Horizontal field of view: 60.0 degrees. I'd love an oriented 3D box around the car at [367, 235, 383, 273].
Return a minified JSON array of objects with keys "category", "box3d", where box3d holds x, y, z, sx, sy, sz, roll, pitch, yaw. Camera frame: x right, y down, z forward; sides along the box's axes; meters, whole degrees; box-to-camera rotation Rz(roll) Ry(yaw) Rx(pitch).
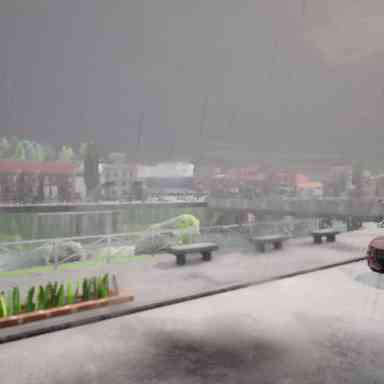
[{"category":"car","box3d":[7.001,1.483,9.599,5.008,1.535,1.882,0,0,-35]}]
